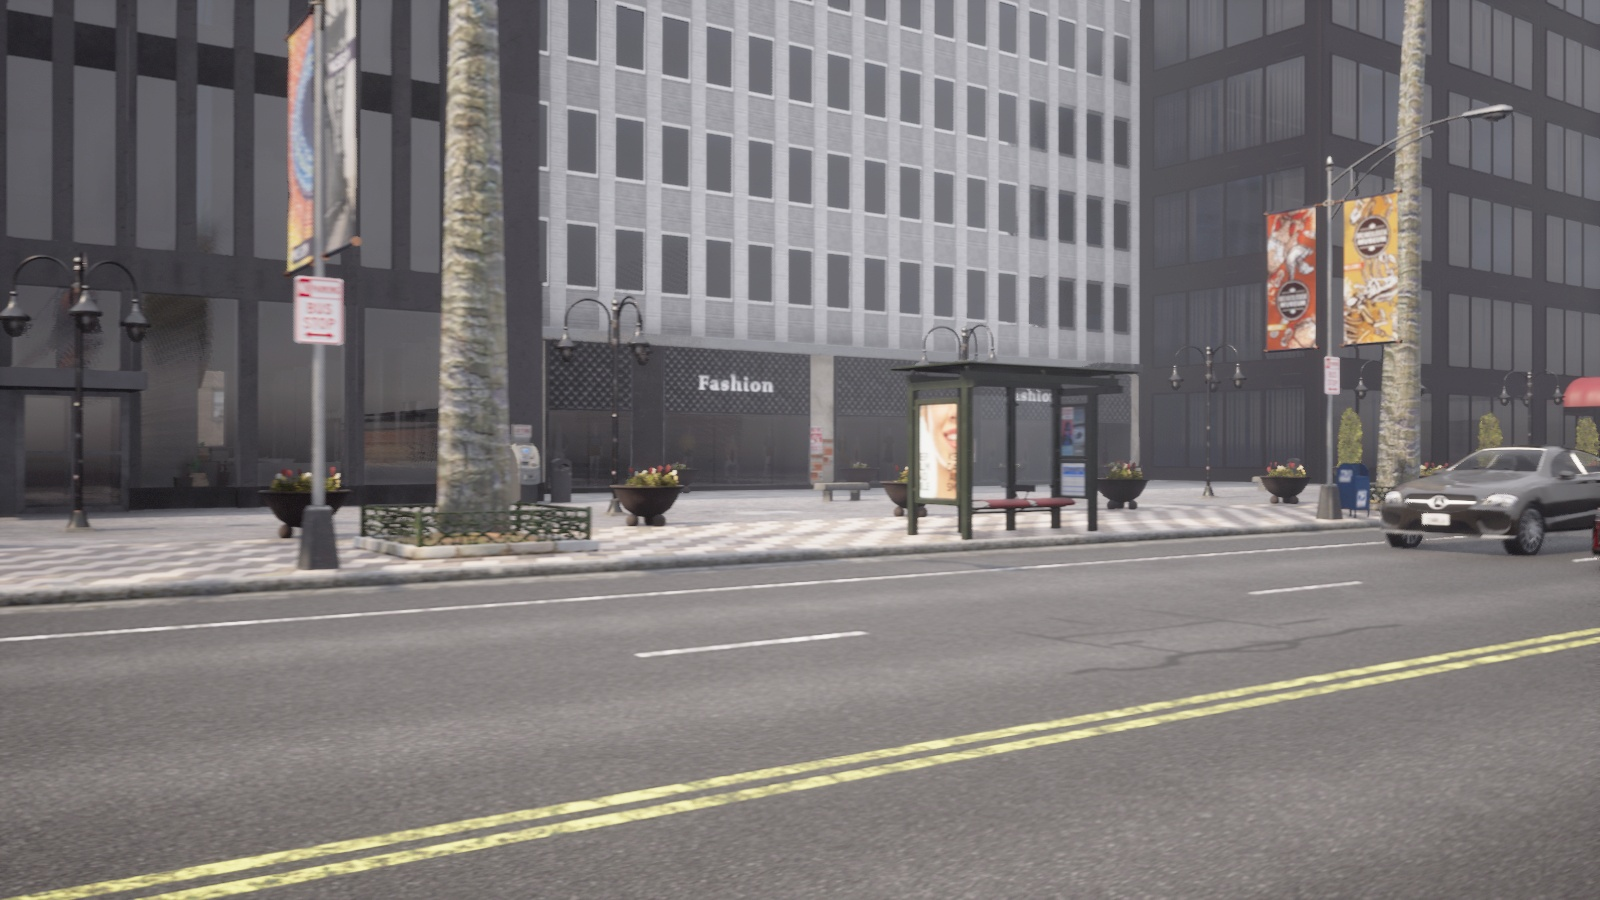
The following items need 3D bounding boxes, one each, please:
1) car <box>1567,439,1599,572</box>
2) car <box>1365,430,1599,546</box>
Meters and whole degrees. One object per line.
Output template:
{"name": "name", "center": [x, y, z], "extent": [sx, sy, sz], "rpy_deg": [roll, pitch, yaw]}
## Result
{"name": "car", "center": [12.323, 0.689, 16.501], "extent": [4.856, 1.649, 2.033], "rpy_deg": [0, 0, -35]}
{"name": "car", "center": [11.545, 0.549, 20.227], "extent": [5.027, 1.651, 2.152], "rpy_deg": [0, 0, -34]}
